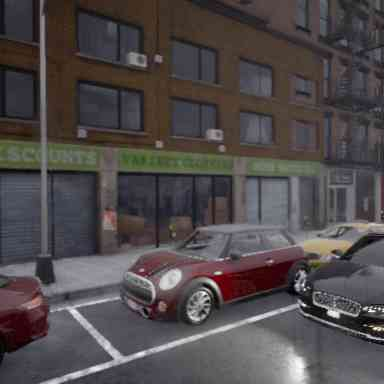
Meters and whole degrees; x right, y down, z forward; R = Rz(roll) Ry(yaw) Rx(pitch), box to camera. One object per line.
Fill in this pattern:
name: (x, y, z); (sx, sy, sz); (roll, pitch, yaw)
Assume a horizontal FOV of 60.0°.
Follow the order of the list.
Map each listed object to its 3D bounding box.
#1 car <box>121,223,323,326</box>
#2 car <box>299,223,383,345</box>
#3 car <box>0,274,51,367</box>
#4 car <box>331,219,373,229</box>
car: (0.591, 1.441, 6.965); (4.097, 1.590, 1.967); (0, -1, -36)
car: (4.038, 1.504, 6.260); (4.892, 1.490, 1.837); (-1, 0, -35)
car: (-3.883, 1.582, 3.770); (4.206, 1.307, 1.802); (0, 0, -36)
car: (4.927, 1.528, 10.058); (4.829, 1.417, 1.752); (0, -1, -36)
